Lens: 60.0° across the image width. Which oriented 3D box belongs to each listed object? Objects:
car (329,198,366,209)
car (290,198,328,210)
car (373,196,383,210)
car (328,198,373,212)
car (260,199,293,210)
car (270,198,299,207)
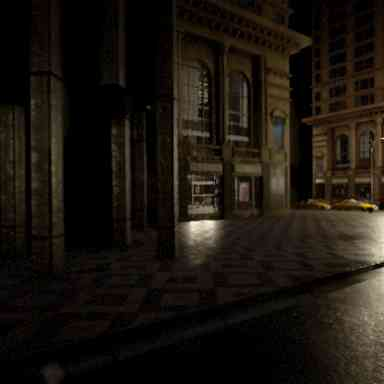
[{"bbox_3d":[21.969,1.566,47.125,1.947,1.339,4.313,-2,0,-35],"label":"car"},{"bbox_3d":[15.118,1.609,42.047,1.752,1.417,4.829,-2,0,-35],"label":"car"},{"bbox_3d":[21.424,1.253,33.147,2.192,1.841,5.009,-2,0,-35],"label":"car"},{"bbox_3d":[18.323,1.535,37.528,1.752,1.417,4.829,-2,0,-35],"label":"car"},{"bbox_3d":[11.816,1.724,46.705,1.947,1.339,4.313,-2,0,-35],"label":"car"},{"bbox_3d":[15.560,1.709,56.163,1.947,1.339,4.313,-2,0,-35],"label":"car"}]
